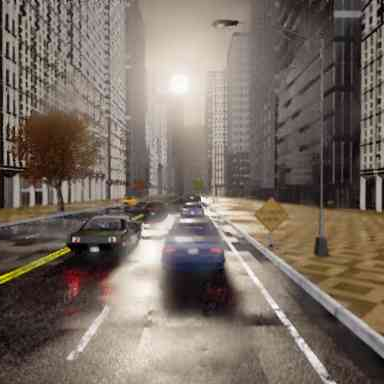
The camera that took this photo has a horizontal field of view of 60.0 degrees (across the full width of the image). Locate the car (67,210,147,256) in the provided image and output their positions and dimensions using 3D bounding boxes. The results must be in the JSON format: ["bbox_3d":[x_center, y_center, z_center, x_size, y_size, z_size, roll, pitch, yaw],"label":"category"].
[{"bbox_3d":[-3.182,1.602,13.172,1.895,1.301,4.718,0,0,0],"label":"car"}]

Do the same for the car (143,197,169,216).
[{"bbox_3d":[-3.168,1.509,29.693,1.837,1.490,4.892,0,1,0],"label":"car"}]

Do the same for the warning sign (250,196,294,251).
[{"bbox_3d":[2.869,1.116,12.069,1.300,1.860,1.060,1,1,0],"label":"warning sign"}]

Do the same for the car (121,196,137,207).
[{"bbox_3d":[-9.810,1.481,52.184,1.882,1.535,5.008,0,0,0],"label":"car"}]

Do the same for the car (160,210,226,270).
[{"bbox_3d":[0.049,1.548,10.918,2.033,1.411,5.357,0,0,0],"label":"car"}]

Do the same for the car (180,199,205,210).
[{"bbox_3d":[0.056,1.549,25.897,2.033,1.411,5.357,0,0,0],"label":"car"}]

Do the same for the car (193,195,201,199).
[{"bbox_3d":[1.162,1.512,78.095,1.837,1.490,4.892,0,0,0],"label":"car"}]
